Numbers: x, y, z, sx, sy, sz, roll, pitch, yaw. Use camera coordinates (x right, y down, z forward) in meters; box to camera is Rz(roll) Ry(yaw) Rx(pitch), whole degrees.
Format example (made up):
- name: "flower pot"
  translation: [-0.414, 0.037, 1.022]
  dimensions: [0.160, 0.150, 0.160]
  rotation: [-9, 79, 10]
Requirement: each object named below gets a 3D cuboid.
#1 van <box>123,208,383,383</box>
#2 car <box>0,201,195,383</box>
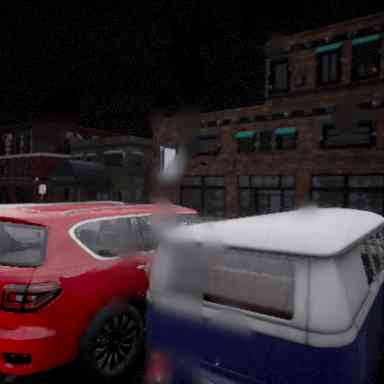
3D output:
- name: "van"
  translation: [1.462, 1.249, 4.247]
  dimensions: [1.878, 1.987, 4.442]
  rotation: [0, 0, 35]
- name: "car"
  translation: [-0.856, 1.210, 5.790]
  dimensions: [2.435, 2.045, 5.566]
  rotation: [0, 0, 35]
